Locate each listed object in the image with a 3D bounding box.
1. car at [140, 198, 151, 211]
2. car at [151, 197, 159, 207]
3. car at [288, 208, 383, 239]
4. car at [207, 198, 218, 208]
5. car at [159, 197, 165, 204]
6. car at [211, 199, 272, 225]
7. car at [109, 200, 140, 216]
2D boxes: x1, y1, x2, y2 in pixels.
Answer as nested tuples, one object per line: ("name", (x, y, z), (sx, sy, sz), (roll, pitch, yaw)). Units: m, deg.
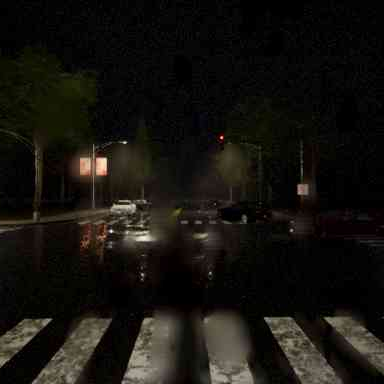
("car", (-6.622, 1.650, 41.415), (1.895, 1.301, 4.718), (0, 0, 0))
("car", (-6.628, 1.617, 51.592), (1.812, 1.442, 4.674), (0, 0, 0))
("car", (7.609, 1.516, 16.480), (5.357, 1.411, 2.033), (0, 0, -1))
("car", (3.305, 1.613, 50.686), (1.812, 1.442, 4.674), (0, 0, 0))
("car", (-6.555, 1.714, 66.968), (2.033, 1.411, 5.357), (0, 0, 0))
("car", (3.784, 1.494, 24.715), (1.882, 1.535, 5.008), (-2, 1, -28))
("car", (-6.616, 1.553, 32.404), (1.812, 1.442, 4.674), (0, 0, 0))
